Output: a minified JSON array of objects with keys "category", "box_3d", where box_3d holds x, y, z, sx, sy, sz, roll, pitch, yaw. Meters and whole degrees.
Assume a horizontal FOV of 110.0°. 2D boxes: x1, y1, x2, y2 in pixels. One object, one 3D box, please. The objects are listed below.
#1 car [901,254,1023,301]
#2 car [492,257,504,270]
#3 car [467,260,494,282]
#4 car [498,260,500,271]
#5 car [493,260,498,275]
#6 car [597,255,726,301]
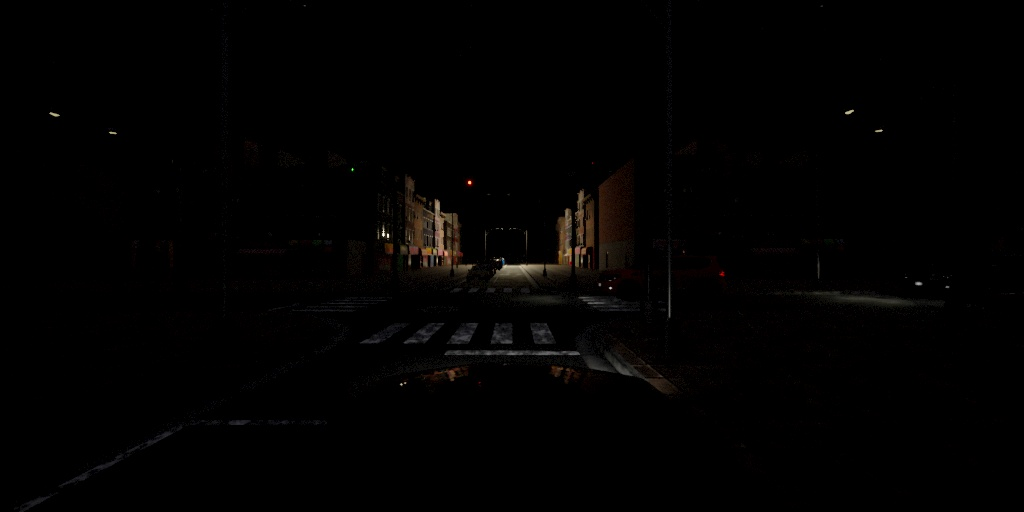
[{"category":"car","box_3d":[21.675,0.943,16.672,5.566,2.045,2.150,0,0,0]},{"category":"car","box_3d":[-2.610,1.249,51.303,1.967,1.591,4.097,0,0,0]},{"category":"car","box_3d":[-2.623,1.292,28.713,1.751,1.417,4.829,0,0,0]},{"category":"car","box_3d":[-2.617,1.367,40.092,1.802,1.307,4.207,0,0,0]},{"category":"car","box_3d":[-2.620,1.320,34.487,1.888,1.381,4.507,0,0,0]},{"category":"car","box_3d":[6.861,0.968,16.698,5.566,2.045,2.150,0,0,0]}]
